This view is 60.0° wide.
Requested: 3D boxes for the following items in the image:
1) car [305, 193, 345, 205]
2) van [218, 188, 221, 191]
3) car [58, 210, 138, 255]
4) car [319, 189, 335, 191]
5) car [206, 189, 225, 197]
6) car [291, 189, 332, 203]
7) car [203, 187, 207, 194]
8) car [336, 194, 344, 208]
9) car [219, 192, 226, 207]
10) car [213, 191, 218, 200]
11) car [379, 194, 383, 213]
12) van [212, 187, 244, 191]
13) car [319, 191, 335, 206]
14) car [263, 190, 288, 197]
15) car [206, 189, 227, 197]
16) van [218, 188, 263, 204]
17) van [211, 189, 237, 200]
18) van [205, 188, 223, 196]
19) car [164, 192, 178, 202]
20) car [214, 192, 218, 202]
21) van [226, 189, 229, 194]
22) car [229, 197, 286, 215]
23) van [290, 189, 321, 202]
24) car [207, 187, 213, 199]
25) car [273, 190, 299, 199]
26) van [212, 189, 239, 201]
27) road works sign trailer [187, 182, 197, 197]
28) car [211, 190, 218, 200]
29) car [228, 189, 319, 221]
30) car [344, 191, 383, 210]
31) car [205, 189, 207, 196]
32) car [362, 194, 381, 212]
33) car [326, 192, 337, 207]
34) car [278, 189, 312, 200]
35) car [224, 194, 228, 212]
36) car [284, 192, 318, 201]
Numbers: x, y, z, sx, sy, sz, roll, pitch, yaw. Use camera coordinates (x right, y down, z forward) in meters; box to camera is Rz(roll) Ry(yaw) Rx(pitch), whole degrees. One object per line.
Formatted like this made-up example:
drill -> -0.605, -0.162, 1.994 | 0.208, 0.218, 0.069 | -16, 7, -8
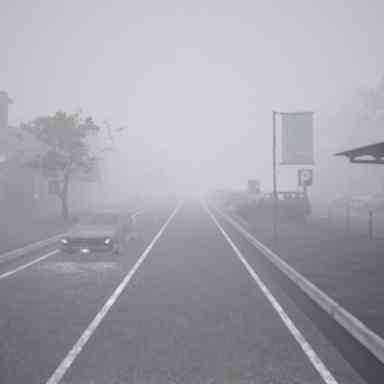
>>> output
car -> 18.822, 0.972, 47.073 | 4.792, 1.488, 2.163 | 0, 1, 0
van -> 5.837, 0.809, 40.796 | 4.442, 1.987, 1.878 | 0, 1, 0
car -> -3.347, 1.424, 13.046 | 2.033, 1.411, 5.357 | 0, 1, 0
car -> 18.762, 0.644, 49.843 | 5.566, 2.045, 2.435 | 0, 1, 0
car -> 5.644, 0.190, 80.043 | 4.553, 1.767, 2.185 | 0, 1, 0
car -> 18.815, 0.595, 52.619 | 5.566, 2.045, 2.435 | 0, 1, 0
car -> 5.657, 0.227, 71.632 | 5.566, 2.045, 2.435 | 0, 1, 0
car -> 18.800, 1.098, 35.964 | 4.892, 1.521, 2.231 | 0, 1, 0
car -> 5.722, 1.105, 35.191 | 5.008, 1.535, 2.097 | 0, 1, 0
car -> 5.712, 0.993, 46.410 | 4.674, 1.452, 2.002 | 0, 1, 0
car -> 18.821, 1.192, 27.638 | 5.008, 1.535, 2.097 | 0, 1, 0
van -> 5.824, 0.632, 52.016 | 4.442, 1.987, 1.878 | 0, 1, 0
car -> 18.984, 1.022, 41.519 | 5.366, 1.575, 1.946 | 0, 1, 0
car -> 18.767, 0.418, 74.827 | 4.892, 1.521, 2.231 | 0, 1, 0
car -> 5.647, 0.244, 77.240 | 4.553, 1.767, 2.185 | 0, 1, 0
van -> 5.607, 0.846, 37.995 | 4.442, 1.987, 1.878 | 0, 1, 0
van -> 5.815, 0.470, 60.422 | 4.442, 1.987, 1.878 | 0, 1, 0
van -> 5.552, -0.019, 85.647 | 4.442, 1.987, 1.878 | 0, 1, 0
car -> -3.308, 0.834, 53.209 | 1.837, 1.490, 4.892 | 0, 1, 0
car -> 5.747, 1.027, 43.602 | 4.792, 1.488, 2.163 | 0, 1, 0
van -> 5.847, 0.912, 32.385 | 4.442, 1.987, 1.878 | 0, 1, 0
car -> 5.736, 1.210, 29.585 | 4.674, 1.452, 2.002 | 0, 1, 0
van -> 18.900, 0.567, 55.396 | 4.442, 1.987, 1.878 | 0, 1, 0
car -> 5.676, 0.553, 54.815 | 5.566, 2.045, 2.435 | 0, 1, 0
car -> 18.802, 0.452, 66.499 | 4.553, 1.767, 2.185 | 0, 1, 0
van -> 5.818, 0.524, 57.619 | 4.442, 1.987, 1.878 | 0, 1, 0
road works sign trailer -> 0.007, -0.644, 77.328 | 2.380, 3.560, 2.880 | 0, 1, 1
car -> 5.717, 0.907, 49.212 | 4.892, 1.521, 2.231 | 0, 1, 0
car -> 5.712, 0.983, 23.975 | 5.566, 2.045, 2.435 | 0, 1, 0
car -> 18.780, 0.877, 33.187 | 5.566, 2.045, 2.435 | 0, 1, 0
car -> 5.686, 0.573, 68.835 | 4.674, 1.452, 2.002 | 0, 1, 0
car -> 18.817, 1.160, 30.414 | 5.008, 1.535, 2.097 | 0, 1, 0
car -> 18.797, 1.062, 38.742 | 5.008, 1.535, 2.097 | 0, 1, 0
car -> 18.806, 0.434, 60.945 | 5.566, 2.045, 2.435 | 0, 1, 0
car -> 5.552, 1.199, 26.781 | 5.366, 1.575, 1.946 | 0, 1, 0
car -> 18.966, 0.736, 58.174 | 5.366, 1.575, 1.946 | 0, 1, 0
